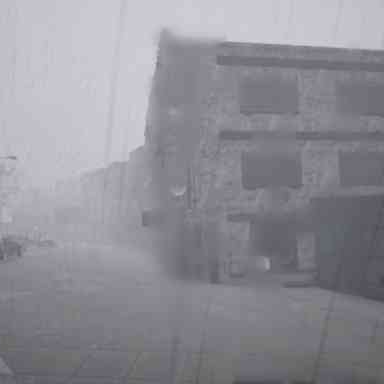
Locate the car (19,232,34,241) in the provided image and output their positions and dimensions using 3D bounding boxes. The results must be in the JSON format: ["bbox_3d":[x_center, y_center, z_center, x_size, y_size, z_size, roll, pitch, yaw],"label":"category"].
[{"bbox_3d":[-27.682,7.859,56.964,1.994,1.385,4.181,0,-5,-38],"label":"car"}]

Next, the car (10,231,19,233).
[{"bbox_3d":[-34.798,8.467,65.044,2.097,1.767,4.553,0,-3,-44],"label":"car"}]

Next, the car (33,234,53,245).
[{"bbox_3d":[-20.410,6.563,46.149,2.033,1.411,5.357,-1,-6,-28],"label":"car"}]

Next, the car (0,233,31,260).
[{"bbox_3d":[-12.379,3.581,21.278,2.033,1.411,5.357,-1,-6,-10],"label":"car"}]
